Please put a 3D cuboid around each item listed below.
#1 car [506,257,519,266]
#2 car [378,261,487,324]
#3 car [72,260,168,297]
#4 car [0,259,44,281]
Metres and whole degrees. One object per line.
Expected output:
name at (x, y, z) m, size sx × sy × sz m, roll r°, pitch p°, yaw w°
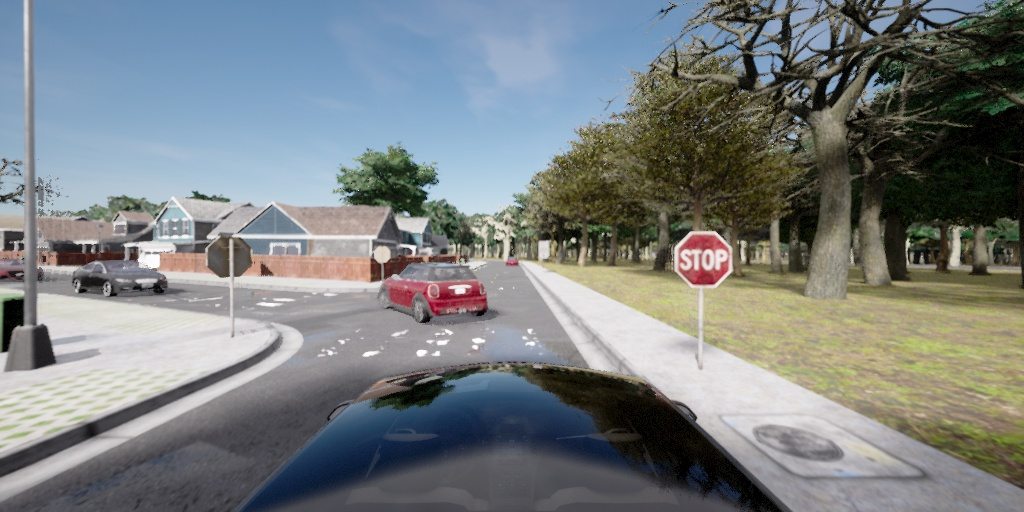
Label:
car at (0.062, 0.914, 58.188) m, size 1.994 × 1.385 × 4.181 m, roll 0°, pitch 0°, yaw 1°
car at (-2.782, 1.004, 11.964) m, size 2.097 × 1.767 × 4.553 m, roll 0°, pitch 1°, yaw -37°
car at (-17.845, 0.962, 16.322) m, size 4.902 × 1.511 × 2.128 m, roll 1°, pitch 1°, yaw 23°
car at (-30.877, 0.868, 21.928) m, size 4.181 × 1.385 × 1.994 m, roll 1°, pitch 1°, yaw 23°
